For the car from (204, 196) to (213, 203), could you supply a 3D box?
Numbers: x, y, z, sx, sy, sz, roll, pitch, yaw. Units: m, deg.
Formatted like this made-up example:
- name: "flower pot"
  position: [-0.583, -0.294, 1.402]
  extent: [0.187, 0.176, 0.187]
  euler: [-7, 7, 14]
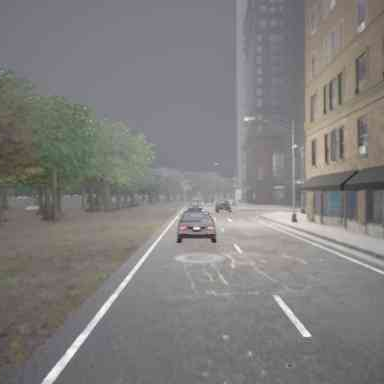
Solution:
- name: "car"
  position: [4.241, 2.092, 82.400]
  extent: [2.150, 2.045, 5.566]
  euler: [0, -1, 2]

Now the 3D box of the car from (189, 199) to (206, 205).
- name: "car"
  position: [0.411, 1.945, 42.936]
  extent: [1.895, 1.301, 4.718]
  euler: [0, -1, 0]

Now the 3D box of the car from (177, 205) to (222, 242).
- name: "car"
  position: [0.231, 1.610, 16.667]
  extent: [2.033, 1.411, 5.357]
  euler: [0, 0, 1]

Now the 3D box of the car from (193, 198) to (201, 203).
- name: "car"
  position: [1.391, 2.428, 94.445]
  extent: [1.882, 1.535, 5.008]
  euler: [0, -1, 5]

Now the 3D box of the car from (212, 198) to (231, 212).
- name: "car"
  position: [3.905, 1.831, 42.716]
  extent: [1.837, 1.490, 4.892]
  euler: [0, -1, 0]
